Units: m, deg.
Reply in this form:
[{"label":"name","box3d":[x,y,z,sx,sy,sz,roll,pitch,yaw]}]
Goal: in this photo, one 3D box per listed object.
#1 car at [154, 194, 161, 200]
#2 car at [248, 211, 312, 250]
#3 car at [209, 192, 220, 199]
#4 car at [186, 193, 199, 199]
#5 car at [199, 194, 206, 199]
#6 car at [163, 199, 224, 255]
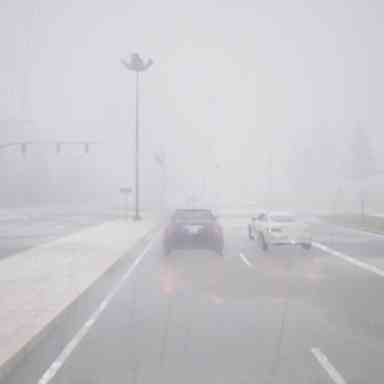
[{"label":"car","box3d":[-8.496,1.224,84.450,2.097,1.767,4.553,0,0,-1]},{"label":"car","box3d":[3.568,1.504,13.999,1.812,1.442,4.674,0,0,0]},{"label":"car","box3d":[6.383,1.072,92.310,2.150,2.045,5.566,0,0,-1]},{"label":"car","box3d":[-0.145,1.430,62.022,1.812,1.442,4.674,0,0,-1]},{"label":"car","box3d":[2.879,1.370,92.583,1.812,1.442,4.674,0,0,-1]},{"label":"car","box3d":[0.063,1.331,13.356,2.097,1.767,4.553,0,0,0]}]
